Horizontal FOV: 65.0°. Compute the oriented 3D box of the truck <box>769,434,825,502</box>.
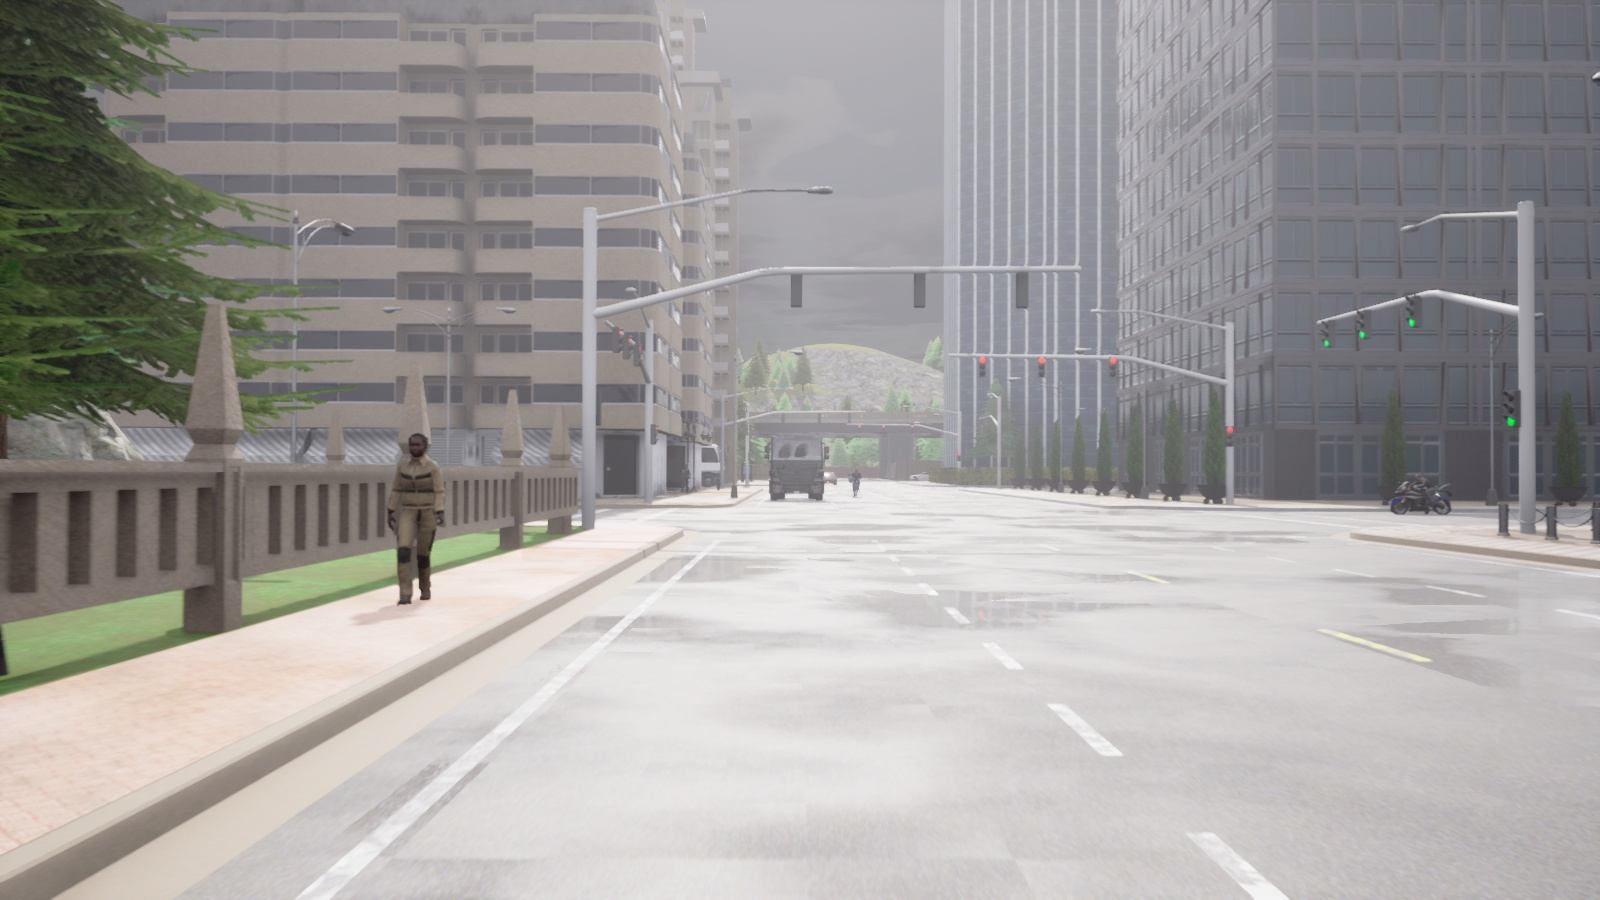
[{"bbox_3d":[-0.168,0.983,68.684,2.891,3.462,7.936,0,-1,0],"label":"truck"}]

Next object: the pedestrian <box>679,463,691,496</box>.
[{"bbox_3d":[-6.877,1.760,75.235,0.423,1.949,0.788,-1,-1,18],"label":"pedestrian"}]

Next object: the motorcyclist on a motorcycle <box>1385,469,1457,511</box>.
[{"bbox_3d":[22.800,1.476,46.156,2.191,1.530,0.866,0,-1,0],"label":"motorcyclist on a motorcycle"}]

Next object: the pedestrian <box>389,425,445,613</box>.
[{"bbox_3d":[-4.027,0.711,13.218,0.396,1.930,0.692,0,-1,-2],"label":"pedestrian"}]
